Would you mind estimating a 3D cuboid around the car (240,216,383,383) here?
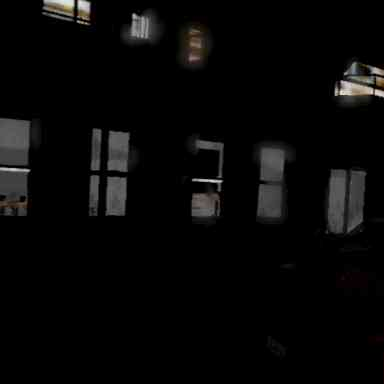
[{"bbox_3d":[3.110,1.262,4.334,5.009,1.841,2.192,1,3,-26],"label":"car"}]
